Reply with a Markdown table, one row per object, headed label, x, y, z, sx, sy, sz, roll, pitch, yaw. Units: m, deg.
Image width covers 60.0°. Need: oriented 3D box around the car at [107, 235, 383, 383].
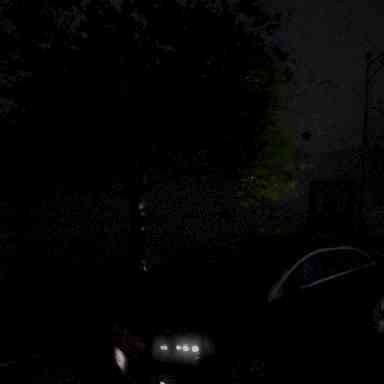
| label | x | y | z | sx | sy | sz | roll | pitch | yaw |
| --- | --- | --- | --- | --- | --- | --- | --- | --- | --- |
| car | 1.234 | 1.464 | 4.933 | 4.902 | 1.511 | 2.128 | -1 | 0 | -36 |
